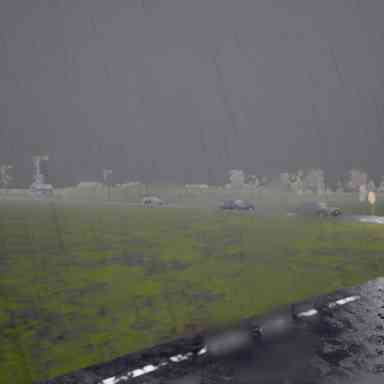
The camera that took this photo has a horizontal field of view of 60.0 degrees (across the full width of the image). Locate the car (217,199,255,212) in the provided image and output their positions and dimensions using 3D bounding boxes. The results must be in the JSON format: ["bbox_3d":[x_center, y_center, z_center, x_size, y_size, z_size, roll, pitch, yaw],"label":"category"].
[{"bbox_3d":[5.343,1.622,41.293,2.033,1.411,5.357,0,0,-35],"label":"car"}]

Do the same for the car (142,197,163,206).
[{"bbox_3d":[-6.855,1.573,57.318,1.837,1.490,4.892,0,0,-39],"label":"car"}]

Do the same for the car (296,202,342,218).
[{"bbox_3d":[11.940,1.641,31.511,1.994,1.385,4.181,0,0,-33],"label":"car"}]
